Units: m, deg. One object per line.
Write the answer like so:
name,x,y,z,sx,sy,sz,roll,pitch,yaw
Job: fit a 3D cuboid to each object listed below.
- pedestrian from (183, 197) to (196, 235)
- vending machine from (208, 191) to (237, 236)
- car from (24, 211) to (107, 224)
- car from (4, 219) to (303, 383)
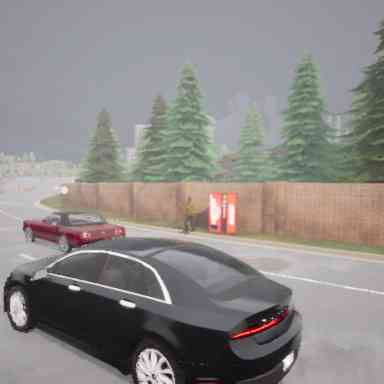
pedestrian,-0.116,1.110,15.641,0.375,1.860,0.375,2,1,42
vending machine,1.487,1.030,16.318,0.880,2.100,1.100,2,1,42
car,-4.628,1.377,12.584,4.718,1.301,1.895,2,1,43
car,-0.928,1.434,4.889,4.892,1.490,1.837,1,1,37
